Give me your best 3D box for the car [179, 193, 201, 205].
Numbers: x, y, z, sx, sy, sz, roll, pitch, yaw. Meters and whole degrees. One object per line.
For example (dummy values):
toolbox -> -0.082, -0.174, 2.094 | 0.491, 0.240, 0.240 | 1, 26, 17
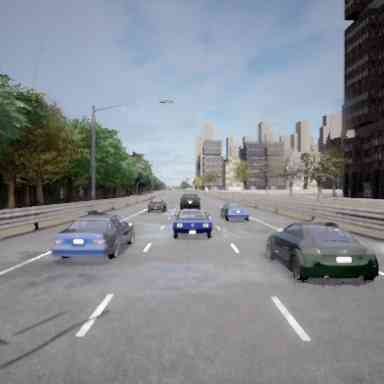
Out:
car -> -0.219, 1.155, 36.174 | 2.150, 2.045, 5.566 | 0, 0, -1

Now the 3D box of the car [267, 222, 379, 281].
car -> 3.567, 1.559, 9.825 | 1.994, 1.385, 4.181 | 0, 0, 0

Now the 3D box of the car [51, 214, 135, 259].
car -> -3.445, 1.541, 12.547 | 2.033, 1.411, 5.357 | 0, 0, 0

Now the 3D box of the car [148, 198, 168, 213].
car -> -3.728, 1.424, 36.549 | 2.128, 1.511, 4.902 | 0, 0, -1

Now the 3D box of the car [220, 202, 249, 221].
car -> 3.416, 1.510, 27.214 | 2.033, 1.411, 5.357 | 0, 0, -1

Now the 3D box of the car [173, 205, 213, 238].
car -> 0.008, 1.586, 17.721 | 1.895, 1.301, 4.718 | 0, 0, -1
